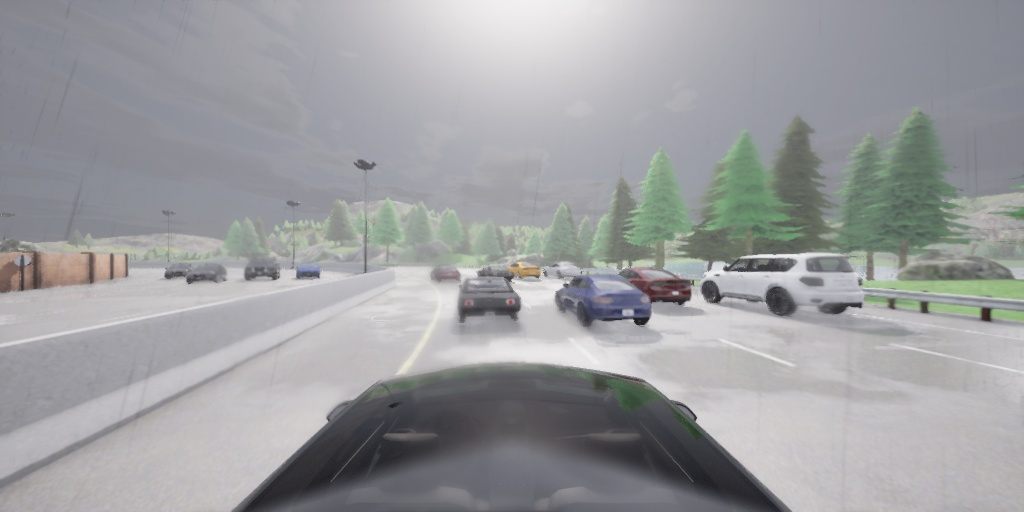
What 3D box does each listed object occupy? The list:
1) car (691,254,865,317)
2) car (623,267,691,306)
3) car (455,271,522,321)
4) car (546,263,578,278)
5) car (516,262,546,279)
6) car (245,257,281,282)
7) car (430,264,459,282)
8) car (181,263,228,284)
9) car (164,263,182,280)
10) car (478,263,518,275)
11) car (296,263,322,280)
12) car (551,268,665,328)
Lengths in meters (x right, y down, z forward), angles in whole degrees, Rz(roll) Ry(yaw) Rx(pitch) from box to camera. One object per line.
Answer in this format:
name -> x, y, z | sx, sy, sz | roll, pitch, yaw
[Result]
car -> 9.556, 0.953, 13.380 | 2.150, 2.045, 5.566 | 0, 0, -8
car -> 5.602, 1.231, 15.638 | 1.882, 1.535, 5.008 | 0, 0, -10
car -> -0.924, 1.375, 12.527 | 1.895, 1.301, 4.718 | 0, 0, -8
car -> 4.514, 1.315, 32.790 | 1.812, 1.442, 4.674 | 0, 0, -21
car -> 0.862, 1.282, 32.559 | 1.882, 1.535, 5.008 | 0, 0, -21
car -> -21.899, 1.118, 31.717 | 2.150, 2.045, 5.566 | 0, 0, -28
car -> -5.607, 1.390, 29.949 | 1.994, 1.385, 4.181 | 0, 0, -22
car -> -24.421, 1.407, 28.906 | 1.837, 1.490, 4.892 | 0, 0, -28
car -> -31.989, 1.449, 34.710 | 1.837, 1.490, 4.892 | 0, 0, -36
car -> -1.417, 1.408, 28.797 | 1.895, 1.301, 4.718 | 0, 0, -19
car -> -19.124, 1.367, 33.806 | 1.882, 1.535, 5.008 | 0, 0, -29
car -> 2.721, 1.283, 11.437 | 1.812, 1.442, 4.674 | 0, 0, -6
